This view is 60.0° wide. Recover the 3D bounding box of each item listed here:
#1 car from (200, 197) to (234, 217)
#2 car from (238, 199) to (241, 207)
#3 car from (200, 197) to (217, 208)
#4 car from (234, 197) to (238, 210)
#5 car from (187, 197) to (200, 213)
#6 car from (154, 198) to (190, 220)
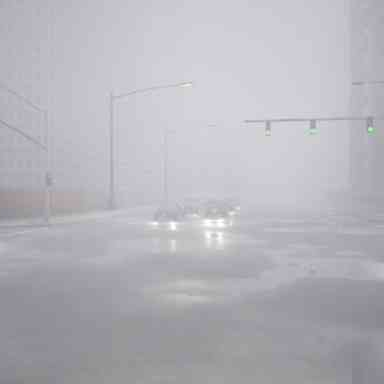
[{"bbox_3d":[2.420,1.492,31.289,2.128,1.511,4.902,0,0,11],"label":"car"},{"bbox_3d":[6.590,1.526,52.173,1.812,1.442,4.674,0,0,12],"label":"car"},{"bbox_3d":[2.511,1.478,49.645,1.882,1.535,5.008,0,0,12],"label":"car"},{"bbox_3d":[4.219,1.505,40.326,1.837,1.490,4.892,0,0,11],"label":"car"},{"bbox_3d":[-0.091,1.352,36.637,2.097,1.767,4.553,0,0,11],"label":"car"},{"bbox_3d":[-1.782,1.526,28.002,1.812,1.442,4.674,0,0,11],"label":"car"}]
